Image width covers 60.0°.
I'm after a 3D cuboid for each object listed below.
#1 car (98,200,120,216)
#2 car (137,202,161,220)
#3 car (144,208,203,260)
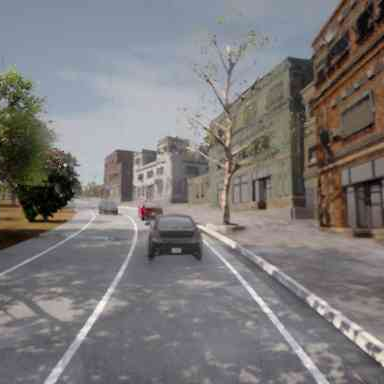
[{"bbox_3d":[-8.766,1.642,34.810,1.837,1.490,4.892,2,-1,-18],"label":"car"},{"bbox_3d":[-3.797,1.666,29.827,1.882,1.535,5.008,1,-1,-14],"label":"car"},{"bbox_3d":[-0.728,1.575,12.709,1.837,1.490,4.892,1,0,-6],"label":"car"}]
